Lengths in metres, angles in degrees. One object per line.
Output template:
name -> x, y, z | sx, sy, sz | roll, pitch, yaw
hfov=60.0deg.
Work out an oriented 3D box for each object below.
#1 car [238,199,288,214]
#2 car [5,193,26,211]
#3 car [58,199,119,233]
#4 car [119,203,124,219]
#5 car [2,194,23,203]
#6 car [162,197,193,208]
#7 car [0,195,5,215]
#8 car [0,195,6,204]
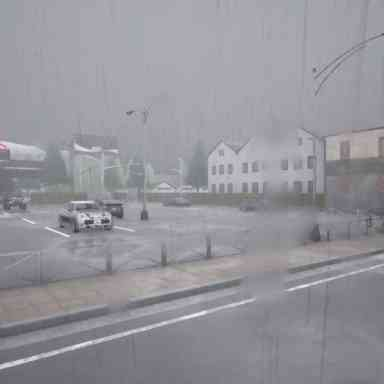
car -> 6.920, 1.371, 32.623 | 2.033, 1.411, 5.357 | 0, 0, -35
car -> -20.193, 1.092, 37.895 | 1.905, 1.878, 3.866 | 0, 0, -36
car -> -5.683, 1.248, 17.625 | 1.970, 1.475, 3.806 | 0, 0, -36
car -> -6.810, 1.313, 25.488 | 2.007, 1.523, 4.514 | 0, 0, -36
car -> -39.319, 1.328, 72.983 | 3.866, 1.878, 1.905 | 0, 0, -36
car -> -2.073, 1.371, 45.307 | 2.033, 1.411, 5.357 | 0, 0, -35
car -> -18.283, 1.113, 29.585 | 1.932, 1.855, 4.605 | 0, 0, -36
car -> -39.548, 1.495, 65.854 | 4.611, 1.667, 2.242 | 0, 0, -36
